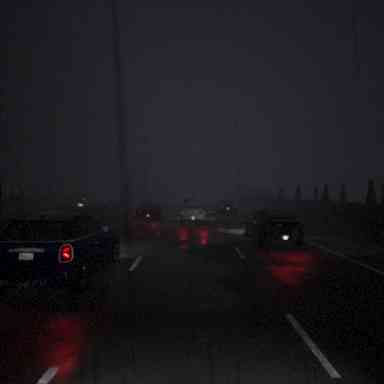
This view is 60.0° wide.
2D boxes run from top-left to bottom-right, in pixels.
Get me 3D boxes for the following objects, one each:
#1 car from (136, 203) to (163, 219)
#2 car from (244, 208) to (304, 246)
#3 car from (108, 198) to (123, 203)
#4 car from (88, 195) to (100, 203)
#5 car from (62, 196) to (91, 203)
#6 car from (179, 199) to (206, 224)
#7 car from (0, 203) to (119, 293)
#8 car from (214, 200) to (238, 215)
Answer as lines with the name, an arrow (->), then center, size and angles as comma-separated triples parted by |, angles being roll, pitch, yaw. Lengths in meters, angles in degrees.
car -> -3.499, 1.571, 28.346 | 1.895, 1.301, 4.718 | 0, 0, -1
car -> 3.599, 1.489, 15.217 | 1.837, 1.490, 4.892 | 0, 0, 0
car -> -11.190, 1.514, 49.189 | 1.994, 1.385, 4.181 | 0, 0, -1
car -> -18.502, 1.295, 61.405 | 2.097, 1.767, 4.553 | 0, 0, -2
car -> -14.464, 1.505, 40.689 | 2.033, 1.411, 5.357 | 0, 0, -1
car -> 0.052, 1.500, 24.266 | 1.812, 1.442, 4.674 | 0, 0, -1
car -> -3.401, 1.343, 8.963 | 2.097, 1.767, 4.553 | 0, 0, 0
car -> 3.381, 1.528, 33.646 | 1.994, 1.385, 4.181 | 0, 0, -1
